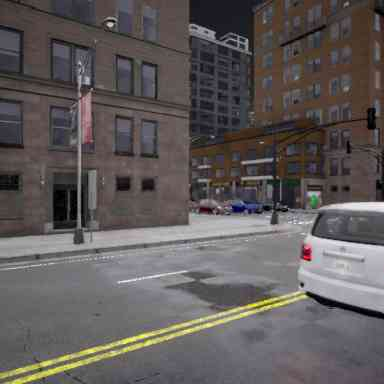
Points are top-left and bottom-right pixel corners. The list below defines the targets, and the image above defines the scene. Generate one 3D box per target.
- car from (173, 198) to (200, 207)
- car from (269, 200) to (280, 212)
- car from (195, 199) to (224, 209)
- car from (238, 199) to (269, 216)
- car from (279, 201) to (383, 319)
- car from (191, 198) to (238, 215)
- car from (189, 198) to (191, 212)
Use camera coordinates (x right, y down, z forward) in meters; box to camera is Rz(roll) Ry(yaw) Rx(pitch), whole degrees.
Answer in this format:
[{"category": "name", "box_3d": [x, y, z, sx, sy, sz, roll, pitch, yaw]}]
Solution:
[{"category": "car", "box_3d": [-0.866, 1.579, 50.487, 1.947, 1.339, 4.313, 0, 0, -35]}, {"category": "car", "box_3d": [8.689, 1.580, 36.994, 1.947, 1.339, 4.313, 0, 0, -35]}, {"category": "car", "box_3d": [2.318, 1.594, 45.990, 1.802, 1.307, 4.206, 0, 0, -35]}, {"category": "car", "box_3d": [4.854, 1.471, 32.914, 1.882, 1.535, 5.008, 0, 0, -35]}, {"category": "car", "box_3d": [4.478, 1.221, 6.645, 5.566, 2.045, 2.150, 0, 0, -36]}, {"category": "car", "box_3d": [2.139, 1.423, 32.357, 1.967, 1.590, 4.097, 0, 0, -35]}, {"category": "car", "box_3d": [-1.045, 1.421, 36.855, 1.967, 1.590, 4.097, 0, 0, -35]}]
